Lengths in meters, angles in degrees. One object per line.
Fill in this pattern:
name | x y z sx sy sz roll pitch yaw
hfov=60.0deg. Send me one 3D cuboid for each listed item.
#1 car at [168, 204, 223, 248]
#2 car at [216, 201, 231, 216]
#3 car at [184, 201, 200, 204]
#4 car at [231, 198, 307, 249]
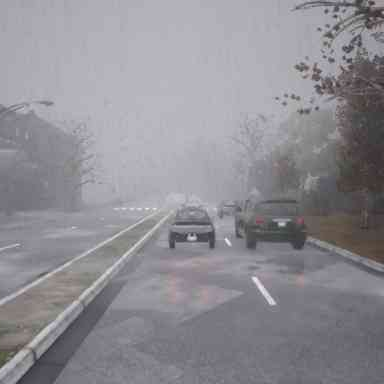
car | 0.000 1.499 14.657 2.128 1.511 4.902 0 0 0
car | 3.250 1.508 29.664 2.128 1.511 4.902 0 0 0
car | 0.000 1.545 29.663 1.812 1.442 4.674 0 0 0
car | 3.250 1.262 14.689 2.150 2.045 5.566 0 0 0
